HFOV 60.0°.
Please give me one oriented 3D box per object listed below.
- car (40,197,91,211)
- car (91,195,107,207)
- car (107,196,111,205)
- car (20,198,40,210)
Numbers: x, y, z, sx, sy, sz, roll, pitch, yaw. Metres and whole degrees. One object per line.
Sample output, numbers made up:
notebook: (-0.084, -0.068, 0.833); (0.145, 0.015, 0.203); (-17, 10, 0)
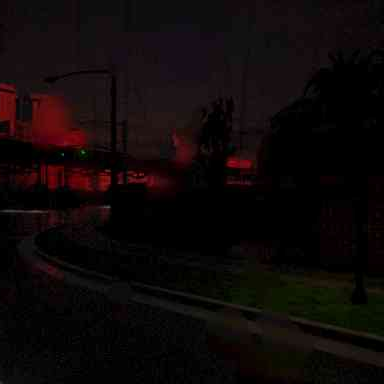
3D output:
car: (-14.908, 1.364, 39.579); (1.837, 1.490, 4.892); (0, 1, 37)
car: (-12.958, 1.260, 47.970); (2.128, 1.511, 4.902); (0, 1, 37)
car: (-8.966, 1.289, 47.450); (2.033, 1.411, 5.357); (0, 1, 37)
car: (-18.475, 1.403, 40.665); (1.812, 1.442, 4.674); (0, 1, 37)
